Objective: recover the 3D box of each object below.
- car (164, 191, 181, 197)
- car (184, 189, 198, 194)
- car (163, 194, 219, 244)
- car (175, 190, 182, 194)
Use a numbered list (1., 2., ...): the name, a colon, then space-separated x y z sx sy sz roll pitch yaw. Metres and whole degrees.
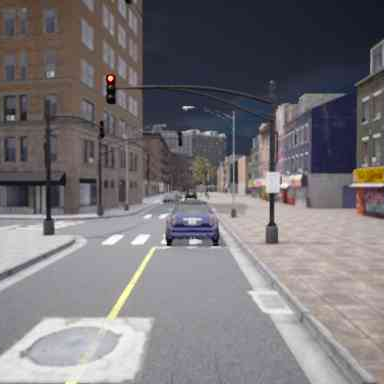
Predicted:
1. car: -2.996 0.927 46.878 1.994 1.385 4.181 0 1 0
2. car: -0.194 0.438 57.897 2.150 2.045 5.566 0 1 0
3. car: 0.021 1.147 14.674 2.097 1.767 4.553 0 1 0
4. car: -2.997 0.510 62.458 2.097 1.767 4.553 0 1 0
